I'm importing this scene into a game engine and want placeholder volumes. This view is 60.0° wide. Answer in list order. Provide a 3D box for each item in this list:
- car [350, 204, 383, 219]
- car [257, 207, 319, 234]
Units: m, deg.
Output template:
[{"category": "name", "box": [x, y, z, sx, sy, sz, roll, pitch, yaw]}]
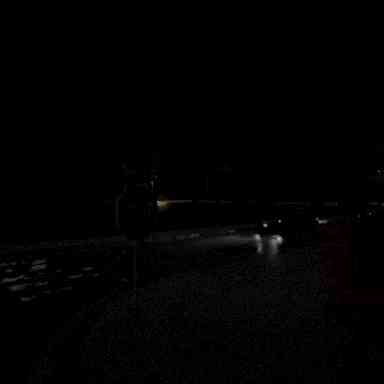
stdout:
[{"category": "car", "box": [15.604, 1.793, 29.180, 4.892, 1.490, 1.837, 1, -1, -41]}, {"category": "car", "box": [6.024, 1.671, 20.667, 4.902, 1.511, 2.128, 0, -1, -42]}]
